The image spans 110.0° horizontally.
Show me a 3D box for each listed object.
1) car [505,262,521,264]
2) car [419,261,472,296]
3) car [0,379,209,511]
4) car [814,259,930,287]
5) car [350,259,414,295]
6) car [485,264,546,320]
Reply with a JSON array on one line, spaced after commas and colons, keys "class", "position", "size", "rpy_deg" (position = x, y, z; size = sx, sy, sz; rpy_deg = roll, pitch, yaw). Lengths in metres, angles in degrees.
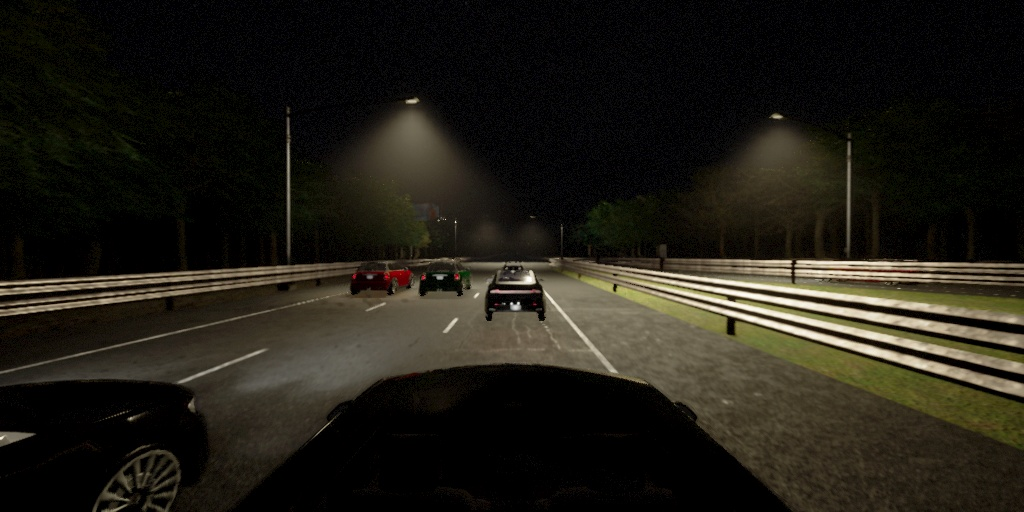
[{"class": "car", "position": [0.120, 1.197, 35.304], "size": [1.895, 1.301, 4.718], "rpy_deg": [0, 0, 0]}, {"class": "car", "position": [-3.390, 1.038, 19.008], "size": [2.097, 1.767, 4.553], "rpy_deg": [0, 0, 0]}, {"class": "car", "position": [-3.401, 1.241, 0.925], "size": [2.128, 1.511, 4.902], "rpy_deg": [0, 0, 0]}, {"class": "car", "position": [20.221, 0.882, 20.438], "size": [2.163, 1.488, 4.792], "rpy_deg": [0, 0, -21]}, {"class": "car", "position": [-6.889, 1.035, 19.512], "size": [2.097, 1.767, 4.553], "rpy_deg": [0, 0, 0]}, {"class": "car", "position": [0.106, 1.217, 12.532], "size": [2.128, 1.511, 4.902], "rpy_deg": [0, 0, 0]}]
